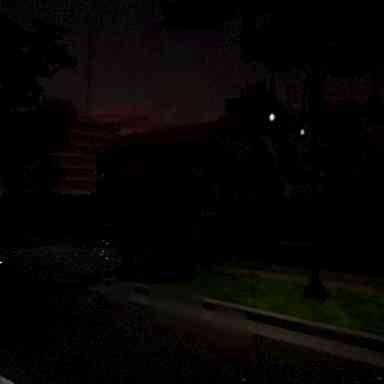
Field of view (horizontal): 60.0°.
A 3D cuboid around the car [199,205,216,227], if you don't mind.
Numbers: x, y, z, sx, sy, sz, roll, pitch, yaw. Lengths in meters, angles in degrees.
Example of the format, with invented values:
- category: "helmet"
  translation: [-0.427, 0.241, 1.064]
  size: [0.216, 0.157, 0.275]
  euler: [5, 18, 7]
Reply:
- category: "car"
  translation: [2.089, 1.187, 18.829]
  size: [1.970, 1.475, 3.806]
  euler: [0, 0, 36]
